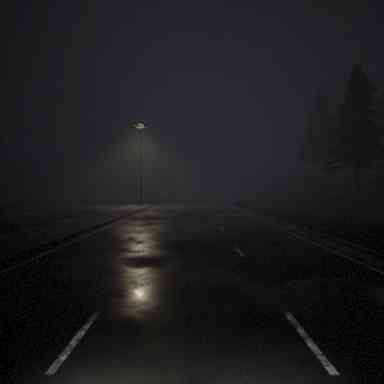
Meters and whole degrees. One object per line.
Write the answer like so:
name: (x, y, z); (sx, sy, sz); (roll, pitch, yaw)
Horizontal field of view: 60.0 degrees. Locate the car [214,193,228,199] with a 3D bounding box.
car: (8.154, 1.062, 94.119); (2.097, 1.767, 4.553); (0, 0, -29)
